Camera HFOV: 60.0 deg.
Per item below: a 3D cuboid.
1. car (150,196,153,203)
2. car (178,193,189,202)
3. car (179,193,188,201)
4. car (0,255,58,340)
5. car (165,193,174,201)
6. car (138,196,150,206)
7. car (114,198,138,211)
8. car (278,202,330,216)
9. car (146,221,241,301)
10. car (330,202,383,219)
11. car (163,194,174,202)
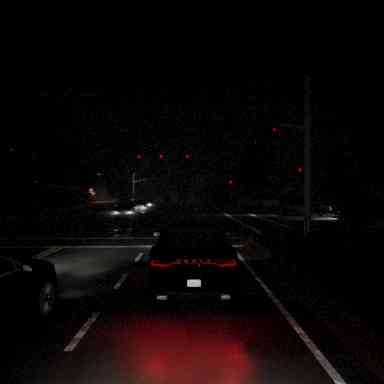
[{"bbox_3d":[-8.731,1.492,65.725,2.128,1.511,4.902,0,0,-1],"label":"car"},{"bbox_3d":[-1.907,1.225,74.284,2.150,2.045,5.566,0,0,-1],"label":"car"},{"bbox_3d":[-2.190,1.225,85.017,2.150,2.045,5.566,0,0,-1],"label":"car"},{"bbox_3d":[-3.468,1.492,4.428,2.128,1.511,4.902,0,0,0],"label":"car"},{"bbox_3d":[-5.695,1.270,85.188,2.097,1.767,4.553,0,0,-1],"label":"car"},{"bbox_3d":[-8.476,1.601,53.891,1.895,1.301,4.718,0,0,-1],"label":"car"},{"bbox_3d":[-8.107,1.526,40.223,1.812,1.442,4.674,0,0,-2],"label":"car"},{"bbox_3d":[10.863,1.601,32.391,4.718,1.301,1.895,0,0,-2],"label":"car"},{"bbox_3d":[0.000,1.478,8.420,1.882,1.535,5.008,0,0,-1],"label":"car"},{"bbox_3d":[14.759,1.564,29.002,4.181,1.385,1.994,0,0,-2],"label":"car"},{"bbox_3d":[-5.422,1.533,74.583,2.033,1.411,5.357,0,0,-1],"label":"car"}]
